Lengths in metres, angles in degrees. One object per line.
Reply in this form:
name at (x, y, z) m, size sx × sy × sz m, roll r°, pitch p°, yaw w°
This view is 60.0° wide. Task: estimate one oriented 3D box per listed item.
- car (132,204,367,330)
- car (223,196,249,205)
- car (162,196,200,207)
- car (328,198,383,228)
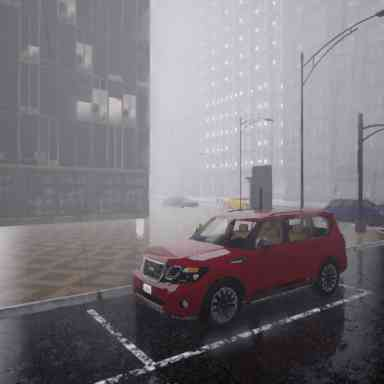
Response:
car at (1.290, 1.315, 7.095) m, size 5.009 × 1.841 × 2.192 m, roll 0°, pitch 0°, yaw -35°
car at (5.366, 1.176, 34.660) m, size 1.882 × 1.535 × 5.008 m, roll 0°, pitch 1°, yaw -37°
car at (-1.385, 1.153, 38.313) m, size 2.033 × 1.411 × 5.357 m, roll 0°, pitch 1°, yaw -37°
car at (10.783, 1.215, 21.340) m, size 2.097 × 1.767 × 4.553 m, roll 0°, pitch 1°, yaw -33°
